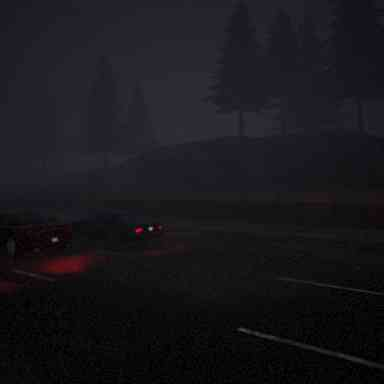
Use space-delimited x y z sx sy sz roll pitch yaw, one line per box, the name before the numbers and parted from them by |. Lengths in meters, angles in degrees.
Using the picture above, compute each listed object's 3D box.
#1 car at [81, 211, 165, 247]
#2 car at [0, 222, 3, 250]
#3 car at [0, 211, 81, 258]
car | -3.747 1.559 15.052 5.357 1.411 2.033 0 0 35
car | -7.741 1.559 9.303 5.357 1.411 2.033 0 0 35
car | -6.733 1.490 12.879 5.008 1.535 1.882 0 0 35
